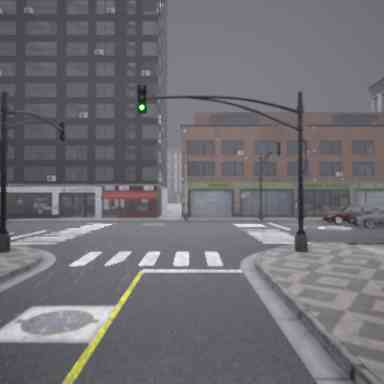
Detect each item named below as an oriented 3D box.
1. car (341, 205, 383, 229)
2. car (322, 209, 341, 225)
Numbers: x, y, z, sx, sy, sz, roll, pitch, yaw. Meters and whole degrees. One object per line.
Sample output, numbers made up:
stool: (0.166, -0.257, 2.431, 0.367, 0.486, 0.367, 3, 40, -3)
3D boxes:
car: (13.440, 1.847, 23.817, 4.181, 1.385, 1.994, 0, -1, 0)
car: (13.189, 1.829, 27.071, 5.008, 1.535, 1.882, 0, -1, 1)
